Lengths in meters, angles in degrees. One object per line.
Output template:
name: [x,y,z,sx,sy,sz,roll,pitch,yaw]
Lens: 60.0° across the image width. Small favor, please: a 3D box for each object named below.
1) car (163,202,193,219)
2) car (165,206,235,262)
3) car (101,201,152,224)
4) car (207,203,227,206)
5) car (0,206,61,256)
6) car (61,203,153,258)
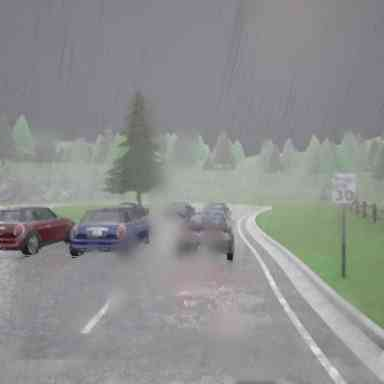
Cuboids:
car: [-0.954,1.552,28.182,1.994,1.385,4.181,0,0,13]
car: [0.547,1.483,12.180,2.128,1.511,4.902,0,0,5]
car: [-5.000,1.535,26.341,2.033,1.411,5.357,0,0,11]
car: [1.928,1.536,25.300,2.033,1.411,5.357,0,0,12]
car: [-6.391,1.345,13.236,2.097,1.767,4.553,0,0,5]
car: [-2.908,1.345,12.909,2.097,1.767,4.553,0,0,5]
